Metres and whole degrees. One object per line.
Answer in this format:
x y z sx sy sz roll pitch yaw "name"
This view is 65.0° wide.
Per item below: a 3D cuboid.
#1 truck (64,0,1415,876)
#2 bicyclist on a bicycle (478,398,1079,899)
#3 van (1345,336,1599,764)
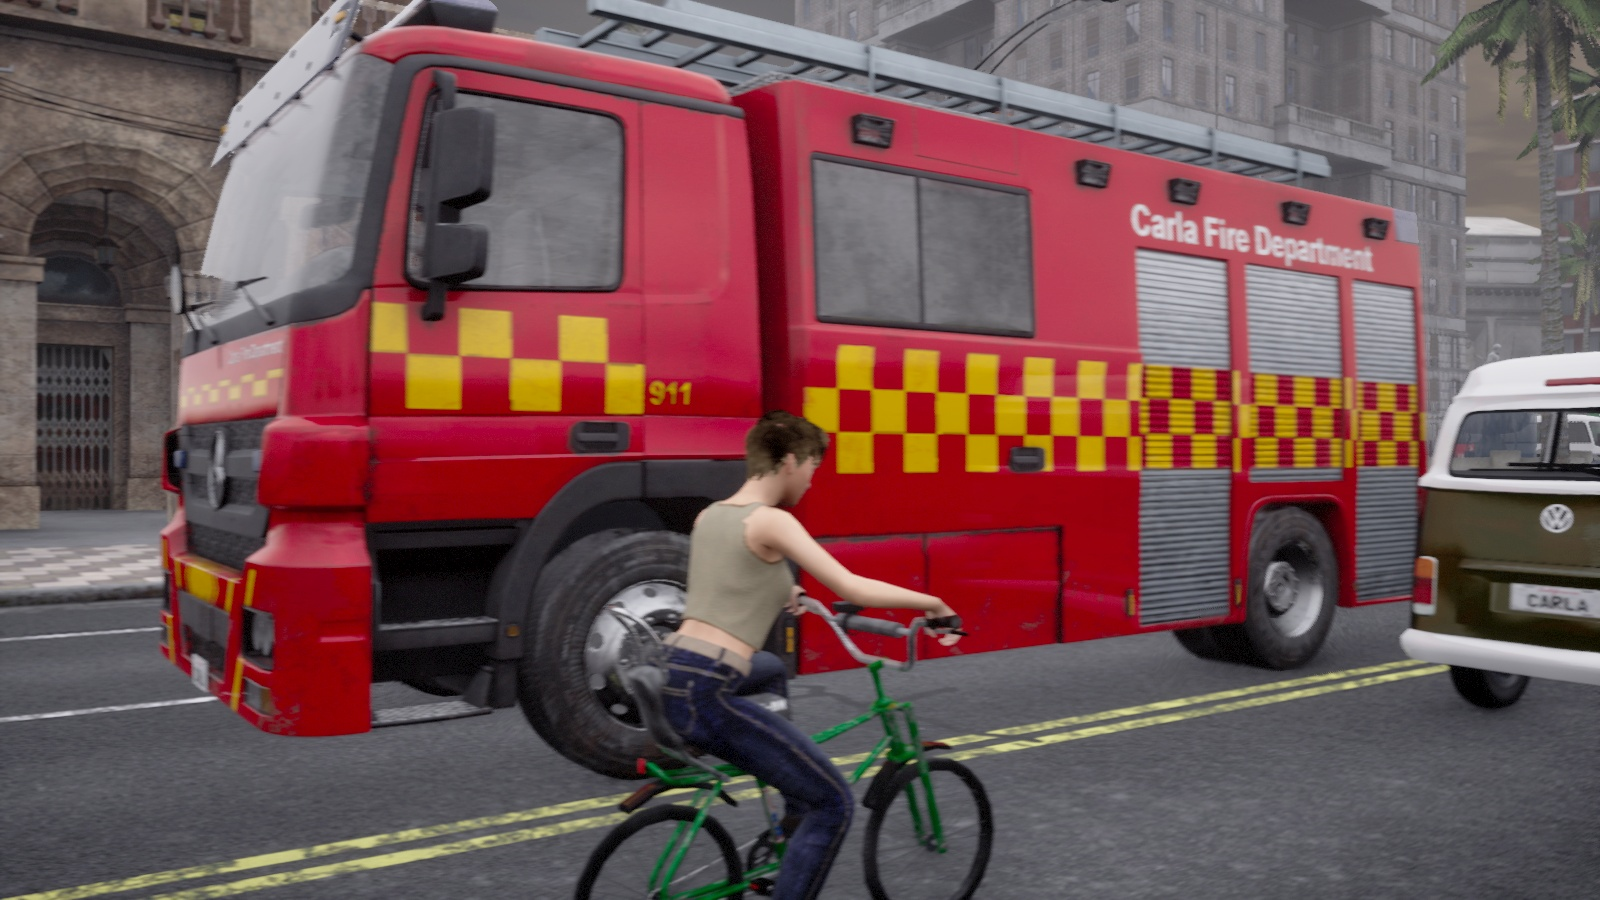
0.302 -0.401 8.089 8.468 3.827 2.891 0 0 -36 "truck"
-0.046 0.690 3.632 1.509 1.612 0.866 0 0 -35 "bicyclist on a bicycle"
5.486 0.475 7.472 4.480 2.038 2.069 0 0 -35 "van"
